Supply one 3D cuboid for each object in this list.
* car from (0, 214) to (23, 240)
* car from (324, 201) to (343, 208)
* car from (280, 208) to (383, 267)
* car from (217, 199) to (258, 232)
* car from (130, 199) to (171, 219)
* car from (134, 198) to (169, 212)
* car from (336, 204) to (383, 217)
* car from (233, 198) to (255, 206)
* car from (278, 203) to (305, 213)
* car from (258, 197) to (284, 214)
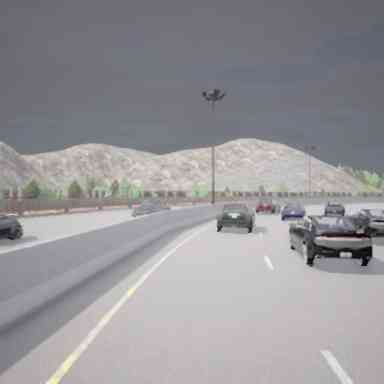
[{"bbox_3d":[-9.301,1.571,14.301,1.994,1.385,4.181,0,0,9],"label":"car"},{"bbox_3d":[14.591,1.677,33.975,2.128,1.511,4.902,0,0,24],"label":"car"},{"bbox_3d":[4.610,1.554,11.696,2.128,1.511,4.902,0,0,7],"label":"car"},{"bbox_3d":[2.888,1.439,21.134,2.097,1.767,4.553,0,0,13],"label":"car"},{"bbox_3d":[-3.165,1.582,26.360,1.837,1.490,4.892,0,0,16],"label":"car"},{"bbox_3d":[-5.002,1.614,41.916,2.128,1.511,4.902,0,0,24],"label":"car"},{"bbox_3d":[9.018,1.592,16.636,2.128,1.511,4.902,0,0,11],"label":"car"},{"bbox_3d":[9.507,1.854,60.452,1.895,1.301,4.718,0,0,36],"label":"car"},{"bbox_3d":[9.161,1.710,29.811,1.994,1.385,4.181,0,0,19],"label":"car"},{"bbox_3d":[8.799,1.525,38.073,2.097,1.767,4.553,0,0,24],"label":"car"}]
